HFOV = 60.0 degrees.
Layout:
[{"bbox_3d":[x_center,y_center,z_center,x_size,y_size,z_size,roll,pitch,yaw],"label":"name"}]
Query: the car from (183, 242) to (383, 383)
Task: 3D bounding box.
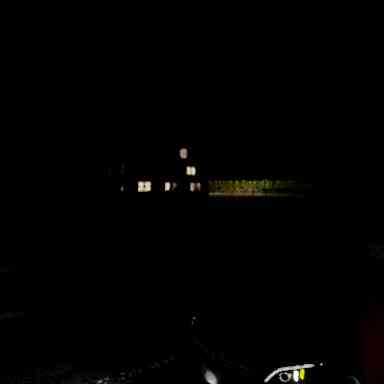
[{"bbox_3d":[2.077,1.487,4.536,4.674,1.442,1.812,-1,0,-36],"label":"car"}]
